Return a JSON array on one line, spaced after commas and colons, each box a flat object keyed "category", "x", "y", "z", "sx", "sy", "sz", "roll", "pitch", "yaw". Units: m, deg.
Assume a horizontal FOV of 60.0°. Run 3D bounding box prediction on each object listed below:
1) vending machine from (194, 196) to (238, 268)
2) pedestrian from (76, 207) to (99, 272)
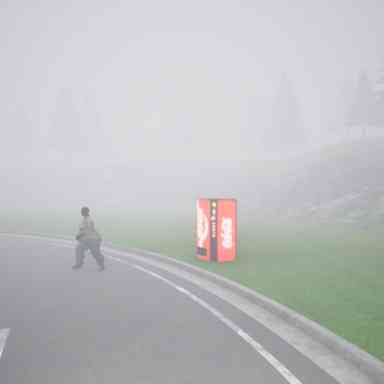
[{"category": "vending machine", "x": 0.763, "y": 1.194, "z": 10.546, "sx": 1.100, "sy": 2.100, "sz": 0.880, "roll": 0, "pitch": 0, "yaw": -33}, {"category": "pedestrian", "x": -2.890, "y": 1.293, "z": 9.206, "sx": 0.375, "sy": 1.860, "sz": 0.375, "roll": 0, "pitch": 0, "yaw": -36}]
